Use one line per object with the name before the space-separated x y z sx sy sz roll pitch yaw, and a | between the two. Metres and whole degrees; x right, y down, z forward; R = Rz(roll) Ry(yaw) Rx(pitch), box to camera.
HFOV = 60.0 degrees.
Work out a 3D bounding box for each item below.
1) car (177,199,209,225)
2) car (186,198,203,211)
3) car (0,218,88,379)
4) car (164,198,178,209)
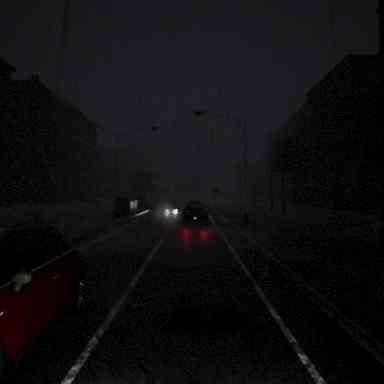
car | 0.220 1.534 24.589 2.128 1.511 4.902 0 0 0
car | 0.309 1.624 42.914 2.128 1.511 4.902 0 0 0
car | -3.080 1.358 4.563 2.097 1.767 4.553 0 0 0
car | -2.849 1.654 47.292 2.128 1.511 4.902 0 -1 0
